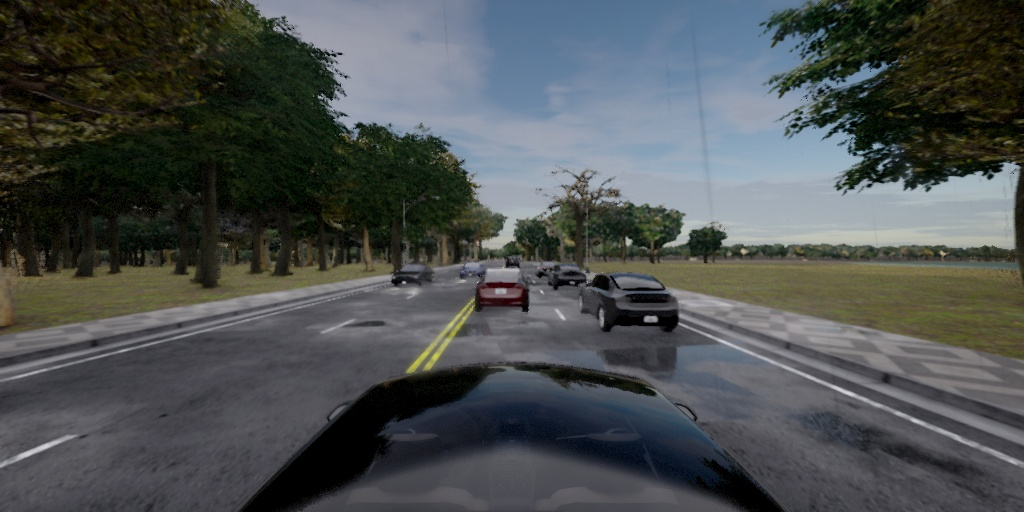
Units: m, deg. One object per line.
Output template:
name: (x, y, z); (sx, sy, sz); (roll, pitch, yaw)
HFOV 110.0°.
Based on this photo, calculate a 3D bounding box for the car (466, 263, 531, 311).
car: (-0.298, 1.220, 14.361); (2.163, 1.488, 4.792); (0, 0, 2)

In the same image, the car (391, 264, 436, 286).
car: (-6.599, 1.243, 24.612); (2.033, 1.411, 5.357); (0, 0, 0)

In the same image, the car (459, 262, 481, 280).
car: (-3.344, 1.214, 30.924); (1.812, 1.442, 4.674); (0, 0, 0)

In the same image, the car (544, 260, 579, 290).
car: (3.251, 1.204, 21.815); (1.837, 1.490, 4.892); (0, 0, 0)

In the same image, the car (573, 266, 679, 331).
car: (3.250, 1.229, 10.814); (1.837, 1.490, 4.892); (0, 0, 0)

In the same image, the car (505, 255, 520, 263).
car: (0.098, 0.929, 55.896); (2.150, 2.045, 5.566); (0, 0, 0)

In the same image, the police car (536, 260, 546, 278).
police car: (3.252, 1.192, 32.817); (2.038, 1.542, 4.974); (0, 0, 0)
